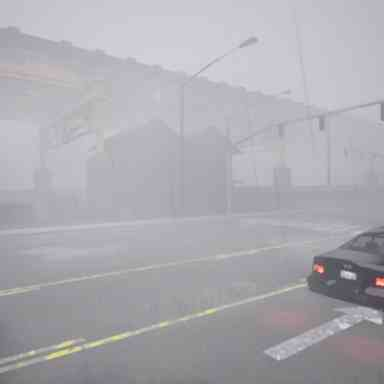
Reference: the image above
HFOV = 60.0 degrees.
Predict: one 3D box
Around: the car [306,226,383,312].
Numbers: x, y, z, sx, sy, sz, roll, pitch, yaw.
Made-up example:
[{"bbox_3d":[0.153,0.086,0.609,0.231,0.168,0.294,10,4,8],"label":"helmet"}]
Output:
[{"bbox_3d":[4.742,1.447,7.168,5.357,1.411,2.033,-1,1,-35],"label":"car"}]
